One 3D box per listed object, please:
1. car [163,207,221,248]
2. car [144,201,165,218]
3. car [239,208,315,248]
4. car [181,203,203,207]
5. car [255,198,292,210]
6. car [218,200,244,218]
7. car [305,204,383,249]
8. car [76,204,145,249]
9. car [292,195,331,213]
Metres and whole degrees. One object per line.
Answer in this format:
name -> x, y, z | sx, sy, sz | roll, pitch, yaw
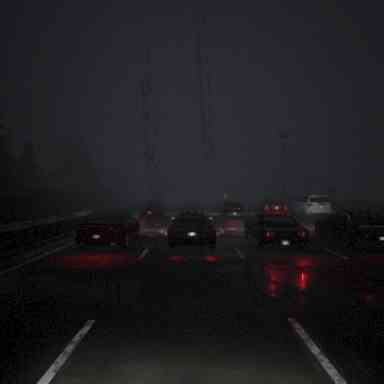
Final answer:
car -> 0.000, 1.572, 14.650 | 1.994, 1.385, 4.181 | 0, 0, 0
car -> -3.500, 1.533, 29.650 | 1.812, 1.442, 4.674 | 0, 0, 0
car -> 3.500, 1.616, 14.680 | 1.895, 1.301, 4.718 | 0, 0, 0
car -> 0.000, 1.616, 29.680 | 1.895, 1.301, 4.718 | 0, 0, 0
car -> 7.000, 1.366, 29.620 | 2.097, 1.767, 4.553 | 0, 0, 0
car -> 3.500, 1.516, 29.650 | 1.837, 1.490, 4.892 | 0, 0, 0
car -> 7.000, 1.495, 14.650 | 2.128, 1.511, 4.902 | 0, 0, 0
car -> -3.500, 1.485, 14.650 | 1.882, 1.535, 5.008 | 0, 0, 0
car -> 10.500, 1.258, 29.680 | 2.150, 2.045, 5.566 | 0, 0, 0
